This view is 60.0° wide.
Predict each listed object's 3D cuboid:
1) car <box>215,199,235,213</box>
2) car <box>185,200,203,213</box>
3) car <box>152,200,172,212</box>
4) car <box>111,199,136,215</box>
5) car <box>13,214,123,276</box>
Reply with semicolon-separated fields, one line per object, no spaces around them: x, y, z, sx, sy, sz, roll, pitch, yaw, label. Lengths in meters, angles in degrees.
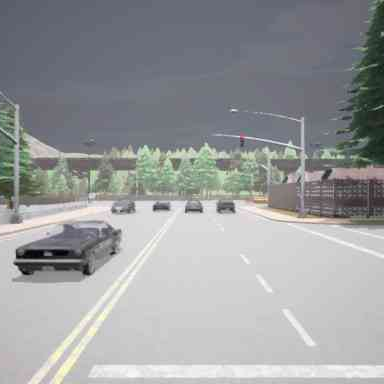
3.704;1.504;37.131;1.837;1.490;4.892;0;0;0;car
0.209;1.564;36.970;1.994;1.385;4.181;0;0;0;car
-3.437;1.601;38.410;1.895;1.301;4.718;0;0;1;car
-6.973;1.491;34.224;2.128;1.511;4.902;0;0;0;car
-3.570;1.601;10.482;1.895;1.301;4.718;0;0;0;car
